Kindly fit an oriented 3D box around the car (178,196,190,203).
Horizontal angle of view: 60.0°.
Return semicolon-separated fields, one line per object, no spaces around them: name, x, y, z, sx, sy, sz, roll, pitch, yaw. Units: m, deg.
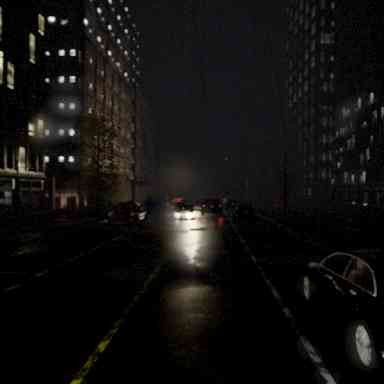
car;-1.620;1.554;67.907;1.947;1.339;4.313;0;0;4

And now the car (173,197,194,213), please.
car;-0.797;1.562;37.327;1.994;1.385;4.181;1;0;4

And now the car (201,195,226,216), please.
car;2.001;1.382;33.034;2.097;1.767;4.553;1;0;4

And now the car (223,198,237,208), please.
car;5.706;1.655;50.498;1.802;1.307;4.206;0;0;4

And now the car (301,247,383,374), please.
car;3.063;1.588;5.436;2.008;1.369;4.403;0;0;4

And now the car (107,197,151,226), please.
car;-4.390;1.395;22.861;1.967;1.590;4.097;0;0;4

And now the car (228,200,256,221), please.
car;4.320;1.622;27.970;1.947;1.339;4.313;0;0;4

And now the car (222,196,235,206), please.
car;6.053;1.517;56.130;1.967;1.590;4.097;0;0;4

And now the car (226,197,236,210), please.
car;5.360;1.635;44.866;1.947;1.339;4.313;0;0;4

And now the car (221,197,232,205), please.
car;6.399;1.647;61.762;1.947;1.339;4.313;0;0;4

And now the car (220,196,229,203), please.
car;7.092;1.654;73.027;1.947;1.339;4.313;0;0;4

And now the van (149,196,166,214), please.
van;-3.698;1.305;34.123;1.690;1.788;3.998;0;0;4

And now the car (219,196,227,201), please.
car;7.785;1.639;84.290;1.887;1.381;4.507;0;0;4

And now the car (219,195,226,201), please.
car;8.142;1.623;90.092;1.752;1.417;4.829;0;0;4

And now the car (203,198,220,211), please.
car;2.600;1.585;43.615;2.033;1.411;5.357;1;0;4
